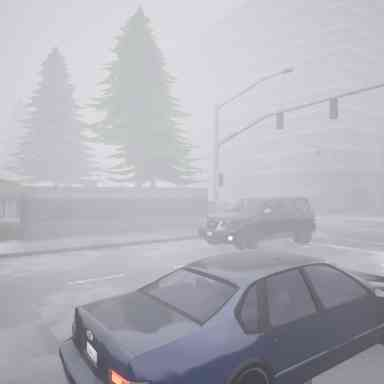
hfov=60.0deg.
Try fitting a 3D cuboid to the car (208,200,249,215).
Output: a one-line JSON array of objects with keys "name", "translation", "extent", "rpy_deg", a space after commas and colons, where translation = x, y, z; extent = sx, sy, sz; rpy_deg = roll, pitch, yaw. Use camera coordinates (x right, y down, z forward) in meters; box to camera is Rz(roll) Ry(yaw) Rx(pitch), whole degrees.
[{"name": "car", "translation": [3.811, 1.619, 35.091], "extent": [1.994, 1.385, 4.181], "rpy_deg": [0, 0, -35]}]

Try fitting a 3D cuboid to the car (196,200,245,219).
[{"name": "car", "translation": [2.539, 1.560, 30.808], "extent": [1.837, 1.490, 4.892], "rpy_deg": [0, 0, -35]}]

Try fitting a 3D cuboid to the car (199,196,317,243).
[{"name": "car", "translation": [2.959, 1.218, 14.165], "extent": [5.566, 2.045, 2.150], "rpy_deg": [0, 1, -34]}]

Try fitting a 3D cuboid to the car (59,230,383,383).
[{"name": "car", "translation": [1.110, 1.547, 4.573], "extent": [5.357, 1.411, 2.033], "rpy_deg": [0, 0, -35]}]
